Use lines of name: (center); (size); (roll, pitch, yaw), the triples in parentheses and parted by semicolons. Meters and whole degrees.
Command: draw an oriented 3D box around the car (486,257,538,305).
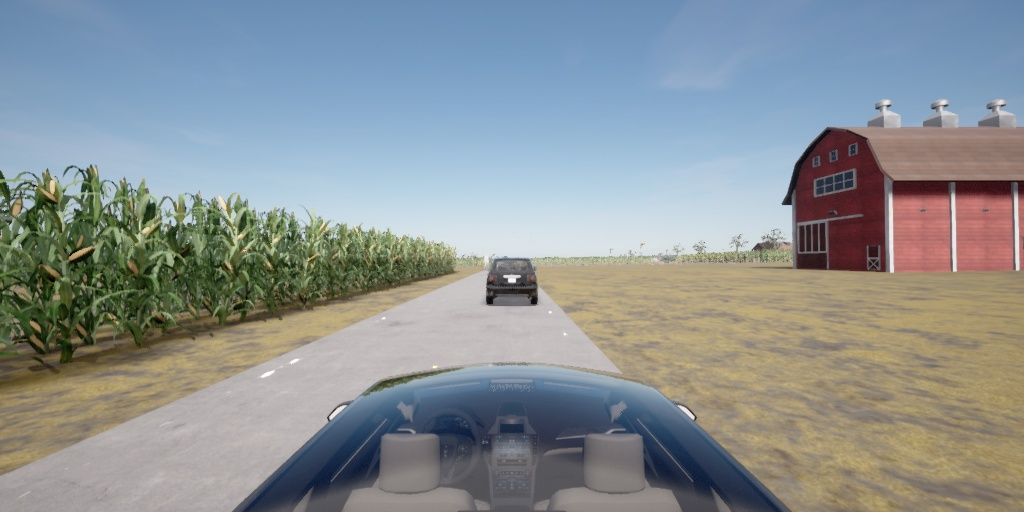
car: (0.000, 1.051, 16.537); (2.150, 2.045, 5.566); (0, 0, 0)
